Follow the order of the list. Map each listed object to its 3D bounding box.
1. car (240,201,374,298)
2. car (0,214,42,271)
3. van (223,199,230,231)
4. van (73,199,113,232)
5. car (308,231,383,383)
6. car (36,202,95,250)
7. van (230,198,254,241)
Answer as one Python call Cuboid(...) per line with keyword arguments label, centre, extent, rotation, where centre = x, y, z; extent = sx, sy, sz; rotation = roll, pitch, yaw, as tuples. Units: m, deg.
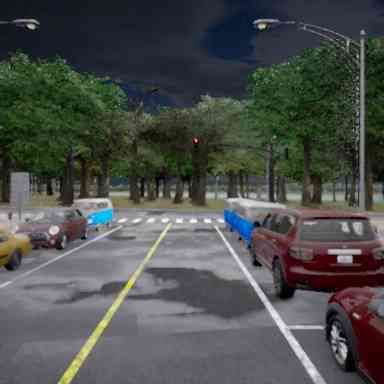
Cuboid(label="car", centre=(2.763, 1.291, 8.396), extent=(2.192, 1.841, 5.009), rotation=(0, 0, 0))
Cuboid(label="car", centre=(-5.762, 1.501, 8.229), extent=(1.752, 1.417, 4.829), rotation=(0, 0, 0))
Cuboid(label="van", centre=(2.766, 1.287, 19.272), extent=(1.690, 1.788, 3.998), rotation=(0, 0, 0))
Cuboid(label="van", centre=(-5.760, 1.286, 19.274), extent=(1.690, 1.788, 3.998), rotation=(0, 0, 0))
Cuboid(label="car", centre=(2.762, 1.431, 2.959), extent=(1.967, 1.590, 4.097), rotation=(0, 0, 0))
Cuboid(label="car", centre=(-5.761, 1.401, 13.836), extent=(1.967, 1.590, 4.097), rotation=(0, 0, 0))
Cuboid(label="van", centre=(2.764, 1.302, 13.834), extent=(1.690, 1.788, 3.998), rotation=(0, 0, 0))
